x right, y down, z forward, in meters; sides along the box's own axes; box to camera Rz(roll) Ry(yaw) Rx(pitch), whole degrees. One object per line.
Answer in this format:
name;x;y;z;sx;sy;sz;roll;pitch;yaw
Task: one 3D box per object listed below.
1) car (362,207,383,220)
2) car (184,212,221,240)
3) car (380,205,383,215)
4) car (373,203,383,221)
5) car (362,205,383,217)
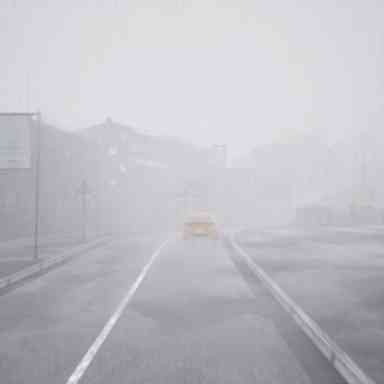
car;24.097;2.550;41.165;5.357;1.411;2.033;-3;-3;-12
car;0.692;1.978;20.189;1.882;1.535;5.008;-1;-1;7
car;29.191;2.488;46.950;2.002;1.452;4.674;-3;-3;-12
car;21.038;1.954;32.667;2.435;2.045;5.566;-2;-3;-12
car;26.463;2.596;46.372;2.231;1.521;4.892;-3;-3;-12
